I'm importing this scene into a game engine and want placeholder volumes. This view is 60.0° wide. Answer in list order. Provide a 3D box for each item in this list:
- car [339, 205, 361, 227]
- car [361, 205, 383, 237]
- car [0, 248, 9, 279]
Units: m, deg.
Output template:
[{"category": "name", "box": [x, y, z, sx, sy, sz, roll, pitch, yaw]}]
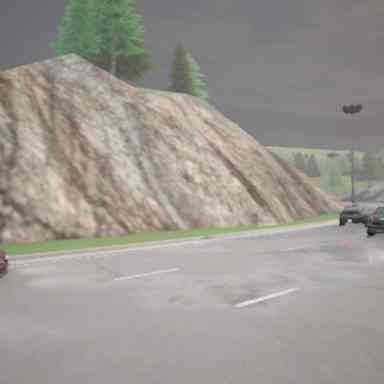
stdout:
[{"category": "car", "box": [12.208, 1.718, 24.001, 1.837, 1.490, 4.892, 0, -1, 43]}, {"category": "car", "box": [11.267, 1.511, 18.062, 4.553, 1.767, 2.097, 0, -1, -44]}, {"category": "car", "box": [-6.802, 1.611, 7.526, 4.674, 1.442, 1.812, 0, -1, -35]}]
